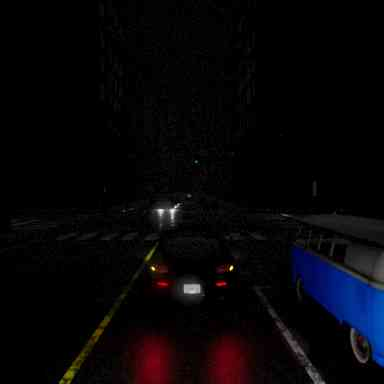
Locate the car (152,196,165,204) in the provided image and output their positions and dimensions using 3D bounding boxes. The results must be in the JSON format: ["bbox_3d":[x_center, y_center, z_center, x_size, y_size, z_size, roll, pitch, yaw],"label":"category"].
[{"bbox_3d":[-6.084,1.520,61.075,2.008,1.369,4.403,0,0,-1],"label":"car"}]

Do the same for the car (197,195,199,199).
[{"bbox_3d":[2.441,1.534,61.188,1.947,1.339,4.313,0,0,-1],"label":"car"}]

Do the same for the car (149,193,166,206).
[{"bbox_3d":[-6.011,1.289,55.549,2.192,1.841,5.009,0,0,-1],"label":"car"}]

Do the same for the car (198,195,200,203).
[{"bbox_3d":[2.515,1.524,55.662,2.008,1.369,4.403,0,0,-1],"label":"car"}]

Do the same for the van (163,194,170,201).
[{"bbox_3d":[-6.378,1.283,83.175,1.690,1.788,3.998,0,0,-1],"label":"van"}]

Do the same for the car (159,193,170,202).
[{"bbox_3d":[-6.307,1.265,77.650,2.192,1.841,5.009,0,0,-1],"label":"car"}]

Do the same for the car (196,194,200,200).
[{"bbox_3d":[2.366,1.507,66.714,1.887,1.381,4.507,0,0,-1],"label":"car"}]

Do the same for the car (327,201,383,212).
[{"bbox_3d":[14.613,1.511,28.803,4.674,1.442,1.812,0,0,-3],"label":"car"}]

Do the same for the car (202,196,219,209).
[{"bbox_3d":[2.661,1.507,44.782,1.752,1.417,4.829,0,0,-1],"label":"car"}]

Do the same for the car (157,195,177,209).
[{"bbox_3d":[-3.303,1.487,45.021,1.837,1.490,4.892,0,0,-1],"label":"car"}]

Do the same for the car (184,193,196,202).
[{"bbox_3d":[-0.591,1.547,74.169,1.895,1.301,4.718,0,0,-1],"label":"car"}]

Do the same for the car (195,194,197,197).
[{"bbox_3d":[2.293,1.507,72.239,2.008,1.369,4.403,0,0,-1],"label":"car"}]

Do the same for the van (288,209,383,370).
[{"bbox_3d":[2.856,1.340,5.422,1.690,1.788,3.998,0,0,0],"label":"van"}]

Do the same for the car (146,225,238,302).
[{"bbox_3d":[0.003,1.524,8.109,1.812,1.442,4.674,0,0,0],"label":"car"}]

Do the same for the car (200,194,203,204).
[{"bbox_3d":[2.588,1.418,50.137,1.967,1.590,4.097,0,0,-1],"label":"car"}]

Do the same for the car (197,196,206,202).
[{"bbox_3d":[2.218,1.531,77.764,1.802,1.307,4.206,0,0,-1],"label":"car"}]

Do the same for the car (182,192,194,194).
[{"bbox_3d":[-0.724,1.060,84.169,2.150,2.045,5.566,0,0,-1],"label":"car"}]

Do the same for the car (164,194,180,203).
[{"bbox_3d":[-3.418,1.538,54.881,1.994,1.385,4.181,0,0,0],"label":"car"}]

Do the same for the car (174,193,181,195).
[{"bbox_3d":[-3.519,1.489,65.937,1.812,1.442,4.674,0,0,0],"label":"car"}]

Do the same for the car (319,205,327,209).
[{"bbox_3d":[14.428,1.577,32.054,4.718,1.301,1.895,0,0,2],"label":"car"}]
